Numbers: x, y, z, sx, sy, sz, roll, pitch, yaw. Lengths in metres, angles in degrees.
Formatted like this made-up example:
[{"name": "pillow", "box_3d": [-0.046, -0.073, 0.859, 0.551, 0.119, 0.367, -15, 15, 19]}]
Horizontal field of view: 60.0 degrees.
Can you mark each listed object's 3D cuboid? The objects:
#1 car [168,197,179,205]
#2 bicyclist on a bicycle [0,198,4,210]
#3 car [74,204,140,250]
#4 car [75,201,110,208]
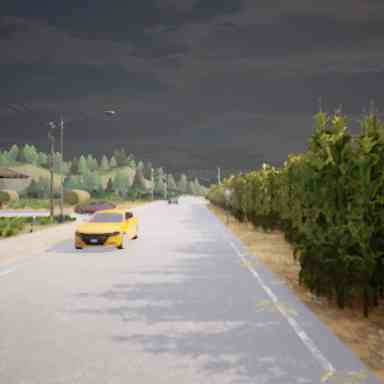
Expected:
[{"name": "car", "box_3d": [-3.526, 1.641, 62.808, 2.128, 1.511, 4.902, 0, 0, 1]}, {"name": "bicyclist on a bicycle", "box_3d": [-21.973, 1.364, 38.007, 0.582, 1.620, 1.656, 0, 0, -1]}, {"name": "car", "box_3d": [-3.547, 1.512, 14.615, 1.882, 1.535, 5.008, 0, 0, 1]}, {"name": "car", "box_3d": [-9.950, 1.619, 34.313, 4.181, 1.385, 1.994, 0, 0, 2]}]
